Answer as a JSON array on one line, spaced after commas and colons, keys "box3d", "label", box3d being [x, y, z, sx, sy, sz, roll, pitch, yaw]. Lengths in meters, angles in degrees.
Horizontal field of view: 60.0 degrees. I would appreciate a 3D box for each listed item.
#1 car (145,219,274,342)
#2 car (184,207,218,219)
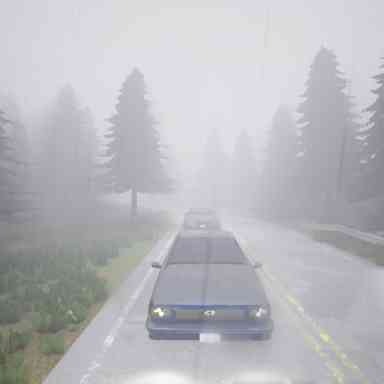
[{"box3d": [0.294, 1.558, 7.095, 2.033, 1.411, 5.357, 0, 0, 1], "label": "car"}, {"box3d": [0.500, 1.584, 19.186, 1.994, 1.385, 4.181, 0, 0, -2], "label": "car"}]
